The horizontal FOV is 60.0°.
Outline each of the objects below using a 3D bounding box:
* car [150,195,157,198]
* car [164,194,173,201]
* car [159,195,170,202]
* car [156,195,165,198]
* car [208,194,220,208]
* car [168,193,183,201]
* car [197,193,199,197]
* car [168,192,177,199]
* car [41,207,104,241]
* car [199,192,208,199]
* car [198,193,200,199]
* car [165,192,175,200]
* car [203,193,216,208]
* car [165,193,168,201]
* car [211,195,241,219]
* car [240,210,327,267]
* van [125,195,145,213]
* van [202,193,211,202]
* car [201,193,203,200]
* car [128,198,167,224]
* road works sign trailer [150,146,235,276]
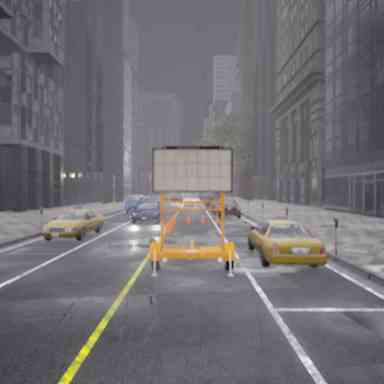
[{"bbox_3d":[-5.600,1.380,39.016,1.947,1.339,4.313,0,0,0],"label":"car"},{"bbox_3d":[-5.533,1.231,78.318,1.752,1.417,4.829,0,0,0],"label":"car"},{"bbox_3d":[-5.551,1.314,67.211,1.802,1.307,4.206,0,0,0],"label":"car"},{"bbox_3d":[-5.581,1.220,50.294,1.967,1.590,4.097,0,0,0],"label":"car"},{"bbox_3d":[2.916,1.276,33.346,1.967,1.590,4.097,0,0,0],"label":"car"},{"bbox_3d":[-2.923,1.090,65.072,2.097,1.767,4.553,0,0,1],"label":"car"},{"bbox_3d":[3.002,1.265,84.101,1.947,1.339,4.313,0,0,0],"label":"car"},{"bbox_3d":[-5.504,1.005,95.404,2.192,1.841,5.009,0,0,0],"label":"car"},{"bbox_3d":[-5.640,1.442,16.253,1.752,1.417,4.829,0,1,1],"label":"car"},{"bbox_3d":[3.012,1.010,89.741,2.192,1.841,5.009,0,0,0],"label":"car"},{"bbox_3d":[2.993,1.288,78.463,1.802,1.307,4.206,0,0,0],"label":"car"},{"bbox_3d":[-5.523,1.014,84.125,2.192,1.841,5.009,0,0,0],"label":"car"},{"bbox_3d":[2.935,1.112,44.626,2.192,1.841,5.009,0,0,0],"label":"car"},{"bbox_3d":[-5.571,1.309,55.933,1.887,1.381,4.507,0,0,0],"label":"car"},{"bbox_3d":[2.906,1.299,27.708,1.967,1.590,4.097,0,0,0],"label":"car"},{"bbox_3d":[2.884,1.468,10.992,1.752,1.417,4.829,0,1,1],"label":"car"},{"bbox_3d":[-5.609,1.177,33.376,1.690,1.788,3.998,0,0,0],"label":"van"},{"bbox_3d":[2.974,1.073,67.183,1.690,1.788,3.998,0,0,0],"label":"van"},{"bbox_3d":[2.945,1.095,50.264,2.192,1.841,5.009,0,0,0],"label":"car"},{"bbox_3d":[-3.061,1.403,23.670,1.812,1.442,4.674,0,0,0],"label":"car"},{"bbox_3d":[0.016,0.412,10.102,2.380,3.560,2.880,0,0,0],"label":"road works sign trailer"}]
